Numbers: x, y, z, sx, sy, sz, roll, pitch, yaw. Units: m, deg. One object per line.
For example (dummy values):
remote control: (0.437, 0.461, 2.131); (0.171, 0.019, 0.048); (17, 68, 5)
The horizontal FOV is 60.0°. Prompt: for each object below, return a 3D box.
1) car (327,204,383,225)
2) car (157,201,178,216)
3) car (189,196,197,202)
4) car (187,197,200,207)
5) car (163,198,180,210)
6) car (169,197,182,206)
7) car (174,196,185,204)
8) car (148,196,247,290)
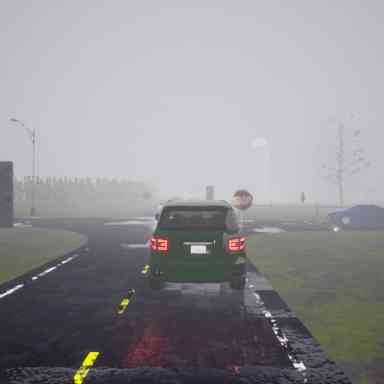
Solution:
car: (12.932, 1.673, 25.377); (5.008, 1.535, 1.882); (1, 1, 0)
car: (-2.474, 1.619, 33.475); (1.895, 1.301, 4.718); (0, 0, -4)
car: (0.191, 1.626, 80.616); (1.812, 1.442, 4.674); (0, 0, 0)
car: (0.233, 1.593, 53.420); (2.033, 1.411, 5.357); (0, 0, 0)
car: (-2.727, 1.596, 45.070); (1.994, 1.385, 4.181); (0, 0, 0)
car: (-2.689, 1.575, 55.507); (1.812, 1.442, 4.674); (0, 0, 0)
car: (-2.582, 1.623, 69.279); (2.033, 1.411, 5.357); (0, 0, 0)
car: (0.109, 1.223, 9.219); (2.150, 2.045, 5.566); (0, 0, 0)
